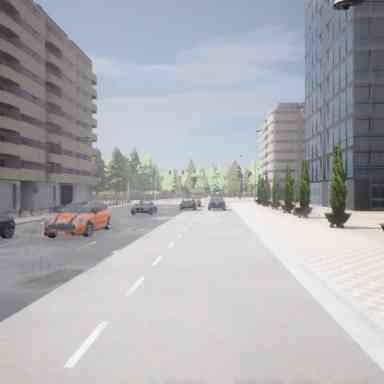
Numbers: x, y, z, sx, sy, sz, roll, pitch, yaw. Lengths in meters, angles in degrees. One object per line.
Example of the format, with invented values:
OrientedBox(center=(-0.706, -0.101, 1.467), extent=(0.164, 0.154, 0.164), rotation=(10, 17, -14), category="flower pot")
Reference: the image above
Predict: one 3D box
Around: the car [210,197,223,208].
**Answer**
OrientedBox(center=(3.810, 1.505, 50.777), extent=(1.837, 1.490, 4.892), rotation=(0, 0, 5), category="car")

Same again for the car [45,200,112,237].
OrientedBox(center=(-5.928, 1.351, 17.854), extent=(2.097, 1.767, 4.553), rotation=(0, 0, 5), category="car")

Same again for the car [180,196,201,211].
OrientedBox(center=(-0.396, 1.491, 41.641), extent=(2.128, 1.511, 4.902), rotation=(0, 0, 5), category="car")

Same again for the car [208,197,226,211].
OrientedBox(center=(3.117, 1.352, 41.615), extent=(2.097, 1.767, 4.553), rotation=(0, 0, 5), category="car")

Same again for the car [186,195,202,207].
OrientedBox(center=(0.295, 1.352, 50.763), extent=(2.097, 1.767, 4.553), rotation=(0, 0, 5), category="car")

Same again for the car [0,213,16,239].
OrientedBox(center=(-9.700, 1.525, 14.627), extent=(1.812, 1.442, 4.674), rotation=(0, 0, 5), category="car")

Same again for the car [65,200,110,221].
OrientedBox(center=(-8.642, 1.477, 28.140), extent=(1.882, 1.535, 5.008), rotation=(0, 0, 5), category="car")

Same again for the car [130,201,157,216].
OrientedBox(center=(-4.715, 1.564, 33.078), extent=(1.994, 1.385, 4.181), rotation=(0, 0, 5), category="car")
